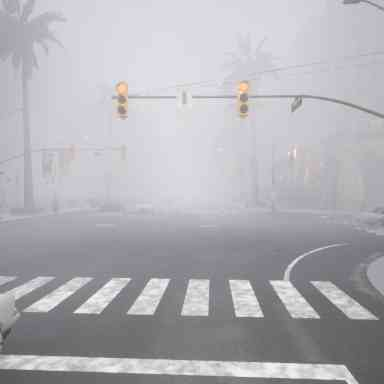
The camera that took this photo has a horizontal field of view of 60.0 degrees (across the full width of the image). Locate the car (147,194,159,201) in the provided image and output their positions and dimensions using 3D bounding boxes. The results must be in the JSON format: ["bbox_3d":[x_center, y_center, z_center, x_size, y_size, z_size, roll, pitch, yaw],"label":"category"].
[{"bbox_3d":[-9.447,1.354,81.472,2.185,1.767,4.553,0,0,2],"label":"car"}]

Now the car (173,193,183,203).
[{"bbox_3d":[-3.245,1.225,72.771,2.150,2.045,5.566,0,0,3],"label":"car"}]

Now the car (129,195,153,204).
[{"bbox_3d":[-7.953,1.547,52.092,2.033,1.411,5.357,0,0,3],"label":"car"}]

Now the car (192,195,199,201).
[{"bbox_3d":[0.945,1.587,88.355,1.895,1.301,4.718,0,0,2],"label":"car"}]

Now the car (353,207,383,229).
[{"bbox_3d":[12.922,1.601,20.875,4.718,1.301,1.895,0,0,4],"label":"car"}]

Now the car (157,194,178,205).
[{"bbox_3d":[-4.179,1.547,57.105,2.033,1.411,5.357,0,0,3],"label":"car"}]

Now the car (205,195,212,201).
[{"bbox_3d":[4.441,1.492,88.180,1.837,1.490,4.892,0,0,2],"label":"car"}]

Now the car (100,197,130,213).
[{"bbox_3d":[-8.735,1.565,37.217,1.994,1.385,4.181,0,0,3],"label":"car"}]

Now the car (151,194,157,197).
[{"bbox_3d":[-6.961,1.503,69.115,1.837,1.490,4.892,0,0,3],"label":"car"}]

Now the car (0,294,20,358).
[{"bbox_3d":[-3.436,1.601,2.542,1.895,1.301,4.718,0,0,3],"label":"car"}]

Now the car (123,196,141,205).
[{"bbox_3d":[-10.662,1.513,59.574,2.161,1.482,4.786,0,0,2],"label":"car"}]

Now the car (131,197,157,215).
[{"bbox_3d":[-4.939,1.525,34.733,1.812,1.442,4.674,0,0,-5],"label":"car"}]

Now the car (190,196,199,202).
[{"bbox_3d":[0.513,1.539,77.923,2.033,1.411,5.357,0,0,2],"label":"car"}]

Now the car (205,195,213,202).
[{"bbox_3d":[4.007,1.537,77.722,2.033,1.411,5.357,0,0,2],"label":"car"}]
